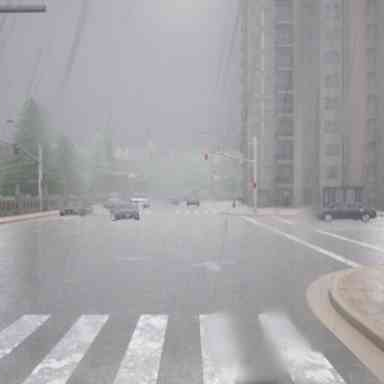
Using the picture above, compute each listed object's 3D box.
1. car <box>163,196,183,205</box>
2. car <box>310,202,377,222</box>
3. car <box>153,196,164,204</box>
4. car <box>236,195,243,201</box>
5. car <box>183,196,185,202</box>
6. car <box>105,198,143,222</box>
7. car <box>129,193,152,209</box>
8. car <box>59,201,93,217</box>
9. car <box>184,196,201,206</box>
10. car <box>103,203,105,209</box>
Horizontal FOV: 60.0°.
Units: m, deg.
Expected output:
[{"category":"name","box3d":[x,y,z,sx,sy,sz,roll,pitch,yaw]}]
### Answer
[{"category":"car","box3d":[-3.151,1.509,56.495,1.812,1.442,4.674,0,0,5]},{"category":"car","box3d":[11.827,1.553,26.150,4.892,1.490,1.837,0,0,0]},{"category":"car","box3d":[-5.239,1.507,64.132,1.812,1.442,4.674,0,0,18]},{"category":"car","box3d":[12.955,1.477,80.483,4.892,1.490,1.837,0,0,-24]},{"category":"car","box3d":[-1.842,1.519,77.602,1.994,1.385,4.181,0,0,39]},{"category":"car","box3d":[-5.612,1.507,26.888,1.837,1.490,4.892,-1,1,-21]},{"category":"car","box3d":[-7.127,1.209,44.915,2.150,2.045,5.566,0,0,0]},{"category":"car","box3d":[-10.646,1.555,30.784,1.994,1.385,4.181,0,0,0]},{"category":"car","box3d":[0.320,1.548,56.138,1.994,1.385,4.181,0,0,5]},{"category":"car","box3d":[-10.607,1.512,45.009,1.812,1.442,4.674,0,0,1]}]
